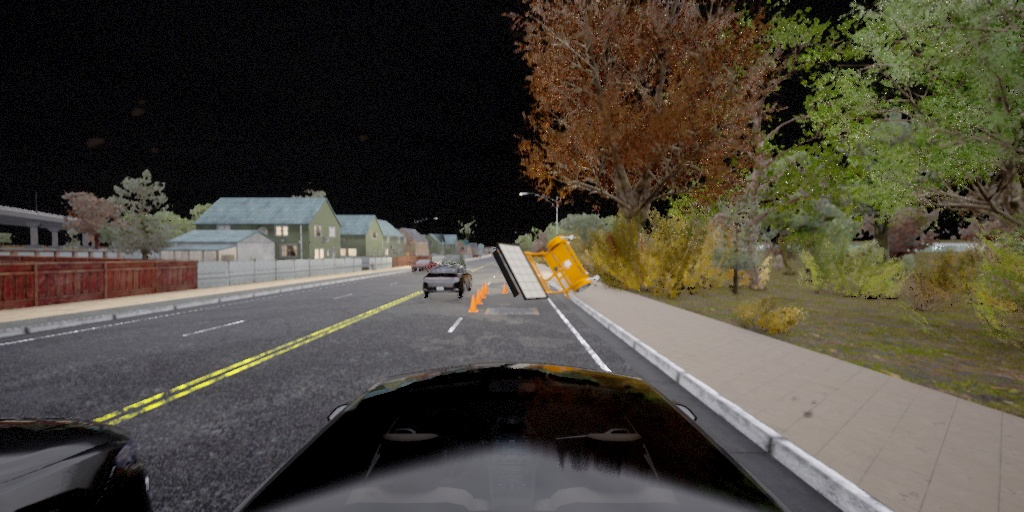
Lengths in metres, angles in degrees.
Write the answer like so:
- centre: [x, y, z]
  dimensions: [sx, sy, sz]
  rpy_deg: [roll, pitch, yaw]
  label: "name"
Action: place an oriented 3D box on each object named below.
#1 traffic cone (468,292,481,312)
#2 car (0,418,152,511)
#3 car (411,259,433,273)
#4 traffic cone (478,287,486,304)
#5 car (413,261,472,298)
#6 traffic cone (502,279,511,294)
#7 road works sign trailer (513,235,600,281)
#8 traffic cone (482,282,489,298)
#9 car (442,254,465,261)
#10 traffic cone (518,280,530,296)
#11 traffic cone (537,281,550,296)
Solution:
- centre: [-1.367, 1.667, 12.672]
  dimensions: [0.340, 0.580, 0.340]
  rpy_deg: [0, 0, 0]
  label: "traffic cone"
- centre: [-3.151, 1.247, 0.172]
  dimensions: [2.128, 1.511, 4.902]
  rpy_deg: [0, 0, 0]
  label: "car"
- centre: [-9.801, 1.078, 40.081]
  dimensions: [1.882, 1.535, 5.008]
  rpy_deg: [0, 0, 0]
  label: "car"
- centre: [-1.365, 1.660, 14.672]
  dimensions: [0.340, 0.580, 0.340]
  rpy_deg: [0, 0, 0]
  label: "traffic cone"
- centre: [-3.129, 1.183, 18.057]
  dimensions: [2.128, 1.511, 4.902]
  rpy_deg: [0, 0, 0]
  label: "car"
- centre: [-0.360, 1.645, 18.671]
  dimensions: [0.340, 0.580, 0.340]
  rpy_deg: [0, 0, 0]
  label: "traffic cone"
- centre: [2.024, -0.950, 15.029]
  dimensions: [2.880, 3.560, 2.380]
  rpy_deg: [0, 0, -43]
  label: "road works sign trailer"
- centre: [-1.362, 1.652, 16.672]
  dimensions: [0.340, 0.580, 0.340]
  rpy_deg: [0, 0, 0]
  label: "traffic cone"
- centre: [-6.550, 0.820, 40.415]
  dimensions: [2.150, 2.045, 5.566]
  rpy_deg: [0, 0, 0]
  label: "car"
- centre: [0.639, 1.645, 18.670]
  dimensions: [0.340, 0.580, 0.340]
  rpy_deg: [0, 0, 0]
  label: "traffic cone"
- centre: [1.639, 1.645, 18.668]
  dimensions: [0.340, 0.580, 0.340]
  rpy_deg: [0, 0, 0]
  label: "traffic cone"
